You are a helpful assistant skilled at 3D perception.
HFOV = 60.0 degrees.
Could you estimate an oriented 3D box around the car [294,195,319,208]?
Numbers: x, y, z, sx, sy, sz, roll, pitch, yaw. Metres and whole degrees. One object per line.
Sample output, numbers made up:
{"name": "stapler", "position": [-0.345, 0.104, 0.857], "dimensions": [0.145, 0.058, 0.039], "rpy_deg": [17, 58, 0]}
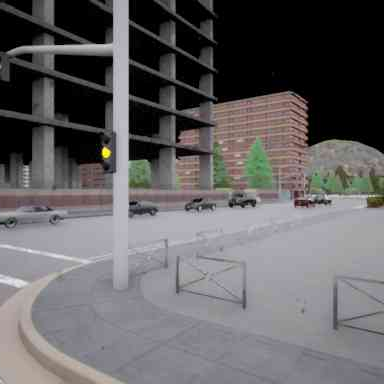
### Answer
{"name": "car", "position": [16.034, 1.415, 47.182], "dimensions": [1.882, 1.535, 5.008], "rpy_deg": [0, 0, 35]}

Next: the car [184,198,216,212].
{"name": "car", "position": [1.023, 1.440, 38.445], "dimensions": [1.837, 1.490, 4.892], "rpy_deg": [0, 0, 35]}

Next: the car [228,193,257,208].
{"name": "car", "position": [7.252, 1.156, 47.155], "dimensions": [2.150, 2.045, 5.566], "rpy_deg": [0, 0, 35]}

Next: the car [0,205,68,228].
{"name": "car", "position": [-10.755, 1.536, 21.855], "dimensions": [1.895, 1.301, 4.718], "rpy_deg": [0, 0, 35]}

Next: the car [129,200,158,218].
{"name": "car", "position": [-4.976, 1.461, 29.984], "dimensions": [1.812, 1.442, 4.674], "rpy_deg": [0, 0, 36]}

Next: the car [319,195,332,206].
{"name": "car", "position": [21.736, 1.290, 55.218], "dimensions": [2.097, 1.767, 4.553], "rpy_deg": [0, 0, 35]}
